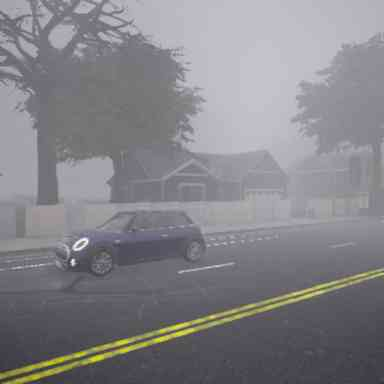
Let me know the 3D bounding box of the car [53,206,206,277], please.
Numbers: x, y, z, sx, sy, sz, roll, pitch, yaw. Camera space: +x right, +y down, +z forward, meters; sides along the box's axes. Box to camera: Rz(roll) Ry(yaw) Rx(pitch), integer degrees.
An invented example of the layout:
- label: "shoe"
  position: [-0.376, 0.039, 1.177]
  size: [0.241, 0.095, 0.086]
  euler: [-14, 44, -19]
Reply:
- label: "car"
  position: [-1.820, 1.353, 10.371]
  size: [4.553, 1.767, 2.097]
  euler: [0, 0, -35]
